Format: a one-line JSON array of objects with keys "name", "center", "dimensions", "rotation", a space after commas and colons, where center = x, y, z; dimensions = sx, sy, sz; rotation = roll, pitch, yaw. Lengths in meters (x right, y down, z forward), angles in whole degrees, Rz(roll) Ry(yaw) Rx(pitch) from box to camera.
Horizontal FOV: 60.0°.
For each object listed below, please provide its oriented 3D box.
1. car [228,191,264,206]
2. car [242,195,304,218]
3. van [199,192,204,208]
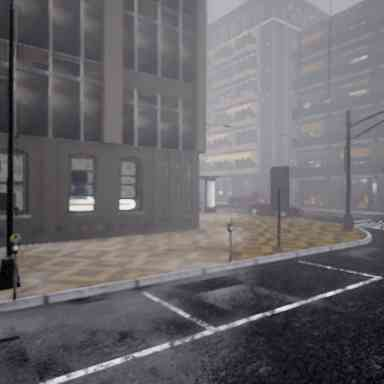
[{"name": "car", "center": [6.457, 0.803, 39.340], "dimensions": [2.192, 1.841, 5.009], "rotation": [1, 0, -36]}, {"name": "car", "center": [6.308, 1.167, 25.256], "dimensions": [1.887, 1.381, 4.507], "rotation": [1, 0, -36]}, {"name": "van", "center": [-0.325, 0.788, 34.416], "dimensions": [1.690, 1.788, 3.998], "rotation": [1, 0, -36]}]
